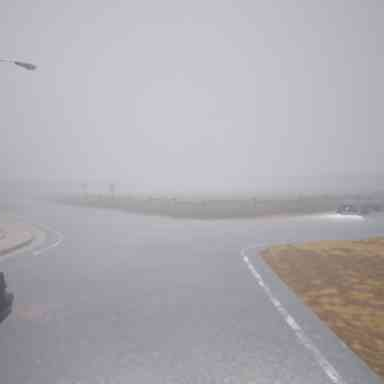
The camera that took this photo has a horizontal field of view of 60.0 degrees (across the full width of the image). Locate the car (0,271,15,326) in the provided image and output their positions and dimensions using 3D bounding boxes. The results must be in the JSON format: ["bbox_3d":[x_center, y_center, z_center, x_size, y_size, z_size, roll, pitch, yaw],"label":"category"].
[{"bbox_3d":[-3.502,1.548,2.685,2.033,1.411,5.357,-1,1,-3],"label":"car"}]

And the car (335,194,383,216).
[{"bbox_3d":[11.947,0.854,23.666,4.181,1.385,1.994,-2,2,-40],"label":"car"}]
